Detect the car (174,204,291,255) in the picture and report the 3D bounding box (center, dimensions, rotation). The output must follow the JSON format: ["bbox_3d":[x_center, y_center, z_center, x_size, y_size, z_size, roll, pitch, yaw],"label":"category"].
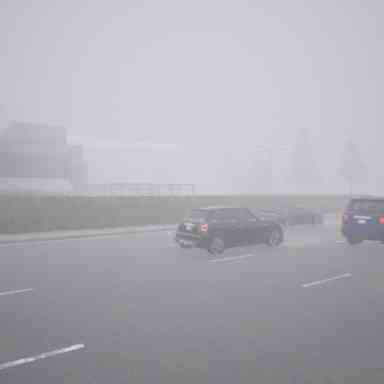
[{"bbox_3d":[1.607,1.352,13.490,4.553,1.767,2.097,0,0,-35],"label":"car"}]

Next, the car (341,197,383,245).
[{"bbox_3d":[8.646,1.221,14.212,5.566,2.045,2.150,0,0,-35],"label":"car"}]

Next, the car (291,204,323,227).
[{"bbox_3d":[6.327,1.491,21.155,4.902,1.511,2.128,0,0,-36],"label":"car"}]
